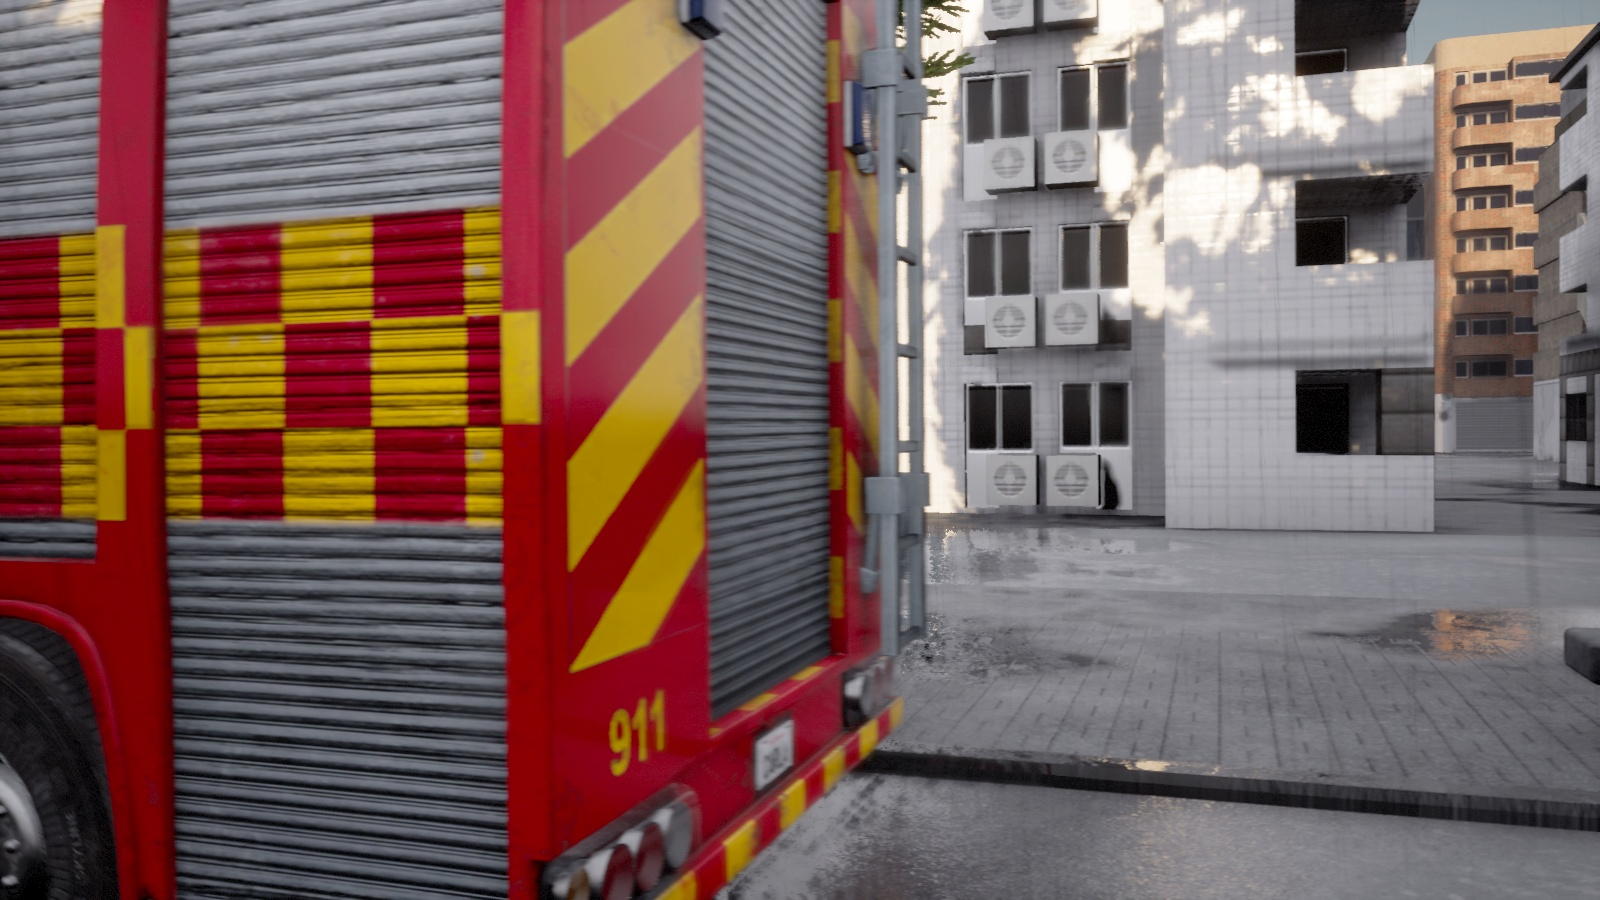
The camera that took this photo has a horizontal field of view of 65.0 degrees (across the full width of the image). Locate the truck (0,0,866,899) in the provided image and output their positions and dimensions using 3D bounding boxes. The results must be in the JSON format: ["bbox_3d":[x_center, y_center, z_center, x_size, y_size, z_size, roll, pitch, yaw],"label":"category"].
[{"bbox_3d":[-4.204,-0.405,5.118,8.468,3.827,2.891,0,1,19],"label":"truck"}]
